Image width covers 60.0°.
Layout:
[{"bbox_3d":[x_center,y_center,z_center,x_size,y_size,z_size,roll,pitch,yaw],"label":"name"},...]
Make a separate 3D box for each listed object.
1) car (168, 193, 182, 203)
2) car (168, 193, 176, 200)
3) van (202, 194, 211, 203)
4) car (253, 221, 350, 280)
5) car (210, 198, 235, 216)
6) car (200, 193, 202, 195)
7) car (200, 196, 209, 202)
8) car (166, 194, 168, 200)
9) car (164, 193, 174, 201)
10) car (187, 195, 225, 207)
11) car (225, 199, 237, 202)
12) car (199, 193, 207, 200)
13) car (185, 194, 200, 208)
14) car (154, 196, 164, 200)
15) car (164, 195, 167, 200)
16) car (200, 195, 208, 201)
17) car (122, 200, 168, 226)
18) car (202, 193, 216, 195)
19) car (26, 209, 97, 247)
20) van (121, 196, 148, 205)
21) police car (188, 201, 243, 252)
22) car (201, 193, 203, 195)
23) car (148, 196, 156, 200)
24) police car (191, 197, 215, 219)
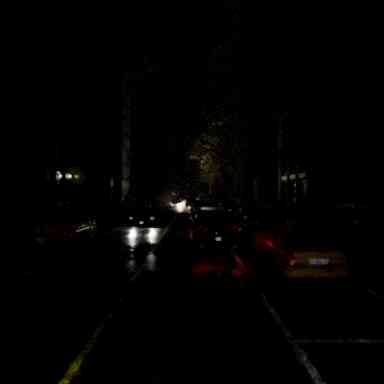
[{"bbox_3d":[-2.986,1.272,64.699,2.097,1.767,4.553,0,0,0],"label":"car"},{"bbox_3d":[-5.624,1.264,94.129,2.192,1.841,5.009,0,0,0],"label":"car"},{"bbox_3d":[2.890,1.256,65.919,1.690,1.788,3.998,0,0,0],"label":"van"},{"bbox_3d":[2.871,1.501,9.727,1.752,1.417,4.829,0,0,1],"label":"car"},{"bbox_3d":[2.874,1.368,32.081,1.967,1.590,4.097,0,0,0],"label":"car"},{"bbox_3d":[2.887,1.356,60.279,1.967,1.590,4.097,0,0,0],"label":"car"},{"bbox_3d":[2.894,1.501,77.199,1.802,1.307,4.206,0,0,0],"label":"car"},{"bbox_3d":[-5.636,1.497,65.935,1.802,1.307,4.206,0,0,0],"label":"car"},{"bbox_3d":[-5.629,1.242,82.851,2.192,1.841,5.009,0,0,0],"label":"car"},{"bbox_3d":[0.911,1.293,23.809,2.097,1.767,4.553,0,0,0],"label":"car"},{"bbox_3d":[2.872,1.377,26.443,1.967,1.590,4.097,0,0,0],"label":"car"},{"bbox_3d":[2.899,1.253,88.477,2.192,1.841,5.009,0,0,0],"label":"car"},{"bbox_3d":[0.028,1.443,47.705,1.812,1.442,4.674,0,0,0],"label":"car"},{"bbox_3d":[-5.644,1.358,49.018,1.967,1.590,4.097,0,0,0],"label":"car"},{"bbox_3d":[-5.641,1.461,54.657,1.887,1.381,4.507,0,0,0],"label":"car"},{"bbox_3d":[2.896,1.493,82.836,1.947,1.339,4.313,0,0,0],"label":"car"},{"bbox_3d":[-3.091,1.490,22.956,2.033,1.411,5.357,0,0,0],"label":"car"},{"bbox_3d":[2.879,1.234,43.361,2.192,1.841,5.009,0,0,0],"label":"car"},{"bbox_3d":[-5.660,1.488,14.977,1.752,1.417,4.829,0,0,1],"label":"car"},{"bbox_3d":[-5.650,1.269,32.101,1.690,1.788,3.998,0,0,0],"label":"van"},{"bbox_3d":[0.906,1.390,13.948,1.930,1.638,5.238,0,0,0],"label":"police car"},{"bbox_3d":[2.882,1.233,49.000,2.192,1.841,5.009,0,0,0],"label":"car"},{"bbox_3d":[-5.649,1.488,37.740,1.947,1.339,4.313,0,0,0],"label":"car"},{"bbox_3d":[0.914,1.357,29.949,1.930,1.638,5.238,0,0,0],"label":"police car"}]
